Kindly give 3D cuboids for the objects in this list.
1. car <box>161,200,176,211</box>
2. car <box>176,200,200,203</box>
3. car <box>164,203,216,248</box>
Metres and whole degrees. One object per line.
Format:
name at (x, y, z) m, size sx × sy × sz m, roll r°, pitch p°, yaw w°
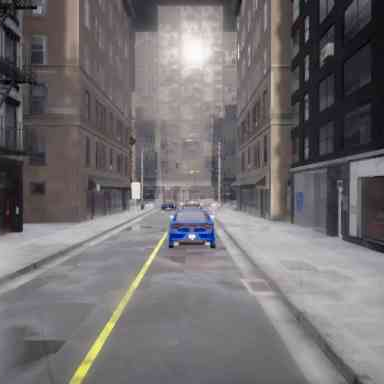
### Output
car at (-2.750, 1.595, 40.620) m, size 1.895 × 1.301 × 4.718 m, roll 0°, pitch 0°, yaw 0°
car at (0.000, 1.457, 29.649) m, size 2.128 × 1.511 × 4.902 m, roll 0°, pitch 0°, yaw 0°
car at (-0.001, 1.474, 14.650) m, size 1.882 × 1.535 × 5.008 m, roll 0°, pitch 0°, yaw 0°
